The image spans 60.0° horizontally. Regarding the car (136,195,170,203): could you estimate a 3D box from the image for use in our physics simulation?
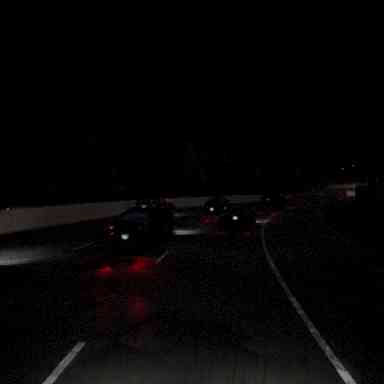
[{"bbox_3d":[-2.908,1.120,25.978,2.097,1.767,4.553,0,1,16],"label":"car"}]

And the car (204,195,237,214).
[{"bbox_3d":[2.588,1.248,31.457,1.837,1.490,4.892,0,0,20],"label":"car"}]

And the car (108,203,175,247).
[{"bbox_3d":[-2.042,1.396,14.217,1.812,1.442,4.674,0,0,9],"label":"car"}]

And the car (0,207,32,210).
[{"bbox_3d":[-13.776,1.318,27.000,1.895,1.301,4.718,0,0,16],"label":"car"}]

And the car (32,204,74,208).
[{"bbox_3d":[-10.227,1.299,26.520,1.994,1.385,4.181,0,0,16],"label":"car"}]

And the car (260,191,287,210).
[{"bbox_3d":[9.493,0.933,38.579,2.150,2.045,5.566,0,1,26],"label":"car"}]

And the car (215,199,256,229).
[{"bbox_3d":[2.895,1.400,20.624,1.994,1.385,4.181,0,1,14],"label":"car"}]
